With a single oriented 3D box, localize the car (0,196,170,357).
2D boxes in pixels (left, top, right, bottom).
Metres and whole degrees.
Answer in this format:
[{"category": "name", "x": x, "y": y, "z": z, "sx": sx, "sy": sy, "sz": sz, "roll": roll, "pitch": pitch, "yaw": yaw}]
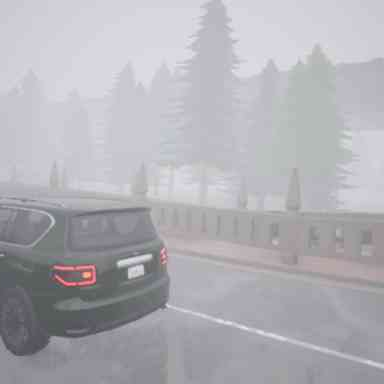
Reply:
[{"category": "car", "x": -2.947, "y": 1.088, "z": 6.092, "sx": 5.566, "sy": 2.045, "sz": 2.150, "roll": 2, "pitch": 1, "yaw": 35}]
